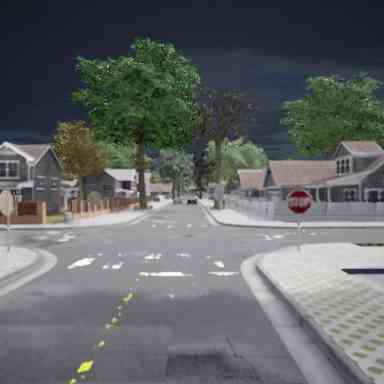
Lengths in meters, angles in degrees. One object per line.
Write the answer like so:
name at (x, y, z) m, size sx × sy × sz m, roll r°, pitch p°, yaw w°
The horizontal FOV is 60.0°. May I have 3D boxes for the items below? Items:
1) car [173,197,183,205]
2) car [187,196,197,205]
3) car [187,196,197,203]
car at (-2.752, 1.682, 64.972) m, size 1.837 × 1.490 × 4.892 m, roll 0°, pitch 0°, yaw 0°
car at (-0.002, 1.630, 60.802) m, size 1.882 × 1.535 × 5.008 m, roll 0°, pitch 0°, yaw 0°
car at (-0.003, 1.584, 71.221) m, size 1.994 × 1.385 × 4.181 m, roll 0°, pitch 0°, yaw 0°
